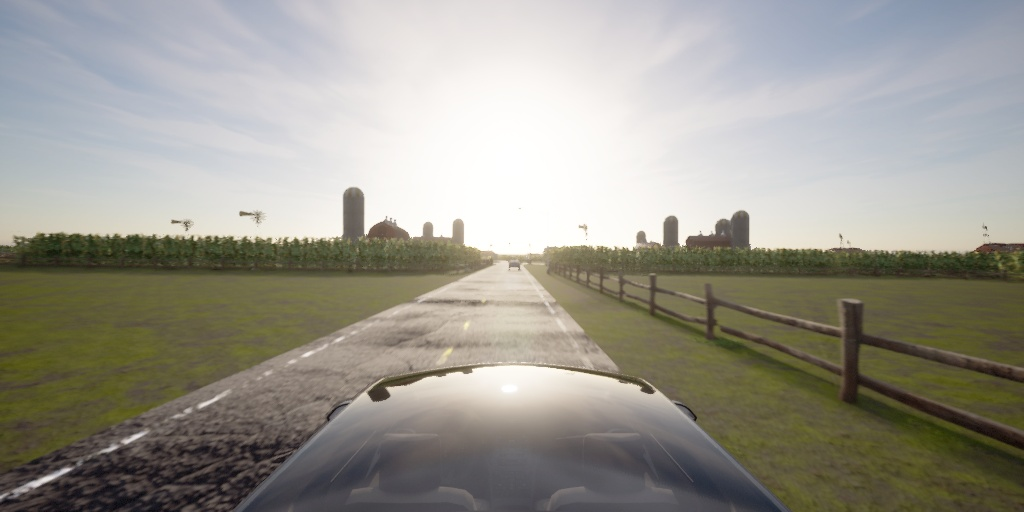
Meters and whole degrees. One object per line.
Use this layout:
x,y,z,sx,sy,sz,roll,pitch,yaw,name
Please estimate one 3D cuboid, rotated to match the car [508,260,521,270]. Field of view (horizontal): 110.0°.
0.388,1.373,56.735,1.882,1.535,5.008,0,-1,0,car
